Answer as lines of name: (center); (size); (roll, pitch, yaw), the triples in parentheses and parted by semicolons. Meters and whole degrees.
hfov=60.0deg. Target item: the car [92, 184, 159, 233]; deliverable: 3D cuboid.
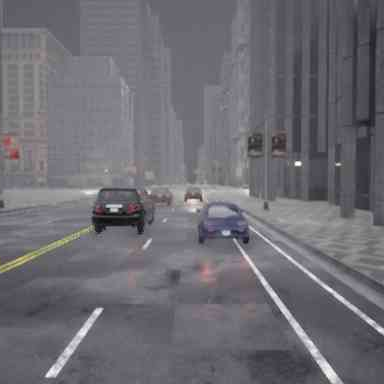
car: (-3.125, 0.735, 16.090); (2.150, 2.045, 5.566); (0, 2, 0)

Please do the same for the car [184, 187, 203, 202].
car: (0.175, 0.169, 39.445); (2.097, 1.767, 4.553); (0, 2, 1)

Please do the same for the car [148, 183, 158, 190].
car: (-9.413, -1.311, 80.179); (1.882, 1.535, 5.008); (0, 2, 0)

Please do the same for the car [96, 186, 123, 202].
car: (-9.702, 0.163, 39.576); (2.097, 1.767, 4.553); (0, 2, 0)

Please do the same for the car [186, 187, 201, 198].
car: (0.184, 0.001, 49.736); (2.128, 1.511, 4.902); (0, 2, 0)

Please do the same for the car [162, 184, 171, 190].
car: (-6.163, -1.264, 80.165); (1.812, 1.442, 4.674); (0, 2, 0)

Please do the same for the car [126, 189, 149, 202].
car: (-6.454, 0.378, 39.521); (1.994, 1.385, 4.181); (0, 2, 0)

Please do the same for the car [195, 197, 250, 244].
car: (1.146, 1.122, 13.381); (1.812, 1.442, 4.674); (0, 2, 0)

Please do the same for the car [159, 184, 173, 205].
car: (-3.043, 0.346, 33.513); (2.097, 1.767, 4.553); (0, 2, 0)
